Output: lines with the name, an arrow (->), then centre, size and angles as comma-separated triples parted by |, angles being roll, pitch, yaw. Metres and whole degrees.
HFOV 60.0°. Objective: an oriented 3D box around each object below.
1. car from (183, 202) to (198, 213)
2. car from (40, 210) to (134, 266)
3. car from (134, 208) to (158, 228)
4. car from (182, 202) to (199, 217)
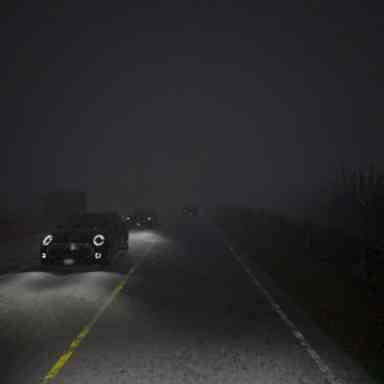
car -> -0.232, 2.172, 47.523 | 1.994, 1.385, 4.181 | 0, -1, 0
car -> -3.667, 1.510, 12.122 | 2.097, 1.767, 4.553 | 0, -1, 0
car -> -3.648, 1.921, 24.856 | 1.895, 1.301, 4.718 | 0, -1, 0
car -> -0.146, 2.081, 37.498 | 1.895, 1.301, 4.718 | 0, -1, 0
